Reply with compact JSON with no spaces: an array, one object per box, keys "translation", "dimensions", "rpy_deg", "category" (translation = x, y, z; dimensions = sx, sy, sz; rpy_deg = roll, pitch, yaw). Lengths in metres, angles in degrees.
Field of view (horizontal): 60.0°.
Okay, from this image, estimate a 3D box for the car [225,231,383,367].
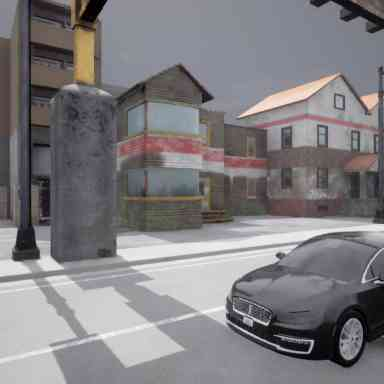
[{"translation":[2.796,1.505,5.830],"dimensions":[4.892,1.490,1.837],"rpy_deg":[0,0,-33],"category":"car"}]
